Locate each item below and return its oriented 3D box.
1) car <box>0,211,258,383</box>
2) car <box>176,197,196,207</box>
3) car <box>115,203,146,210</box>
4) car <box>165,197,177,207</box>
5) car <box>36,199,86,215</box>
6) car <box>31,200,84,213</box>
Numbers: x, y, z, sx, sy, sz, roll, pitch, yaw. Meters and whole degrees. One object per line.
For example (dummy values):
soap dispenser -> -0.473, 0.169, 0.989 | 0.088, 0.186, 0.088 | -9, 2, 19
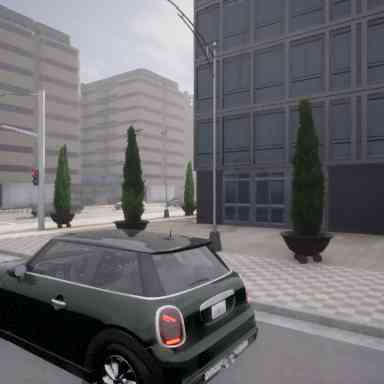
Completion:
car -> -1.424, 1.352, 5.009 | 4.553, 1.767, 2.097 | 0, 0, 35
car -> 0.182, 1.656, 49.692 | 1.895, 1.301, 4.718 | 0, 0, 35
car -> -8.145, 1.581, 44.288 | 1.812, 1.442, 4.674 | 0, 0, 35
car -> -2.196, 1.560, 52.707 | 1.837, 1.490, 4.892 | 0, 0, 35
car -> -14.041, 1.560, 35.949 | 1.837, 1.490, 4.892 | 0, 0, 35
car -> -12.798, 1.619, 31.291 | 1.994, 1.385, 4.181 | 0, 0, 35
